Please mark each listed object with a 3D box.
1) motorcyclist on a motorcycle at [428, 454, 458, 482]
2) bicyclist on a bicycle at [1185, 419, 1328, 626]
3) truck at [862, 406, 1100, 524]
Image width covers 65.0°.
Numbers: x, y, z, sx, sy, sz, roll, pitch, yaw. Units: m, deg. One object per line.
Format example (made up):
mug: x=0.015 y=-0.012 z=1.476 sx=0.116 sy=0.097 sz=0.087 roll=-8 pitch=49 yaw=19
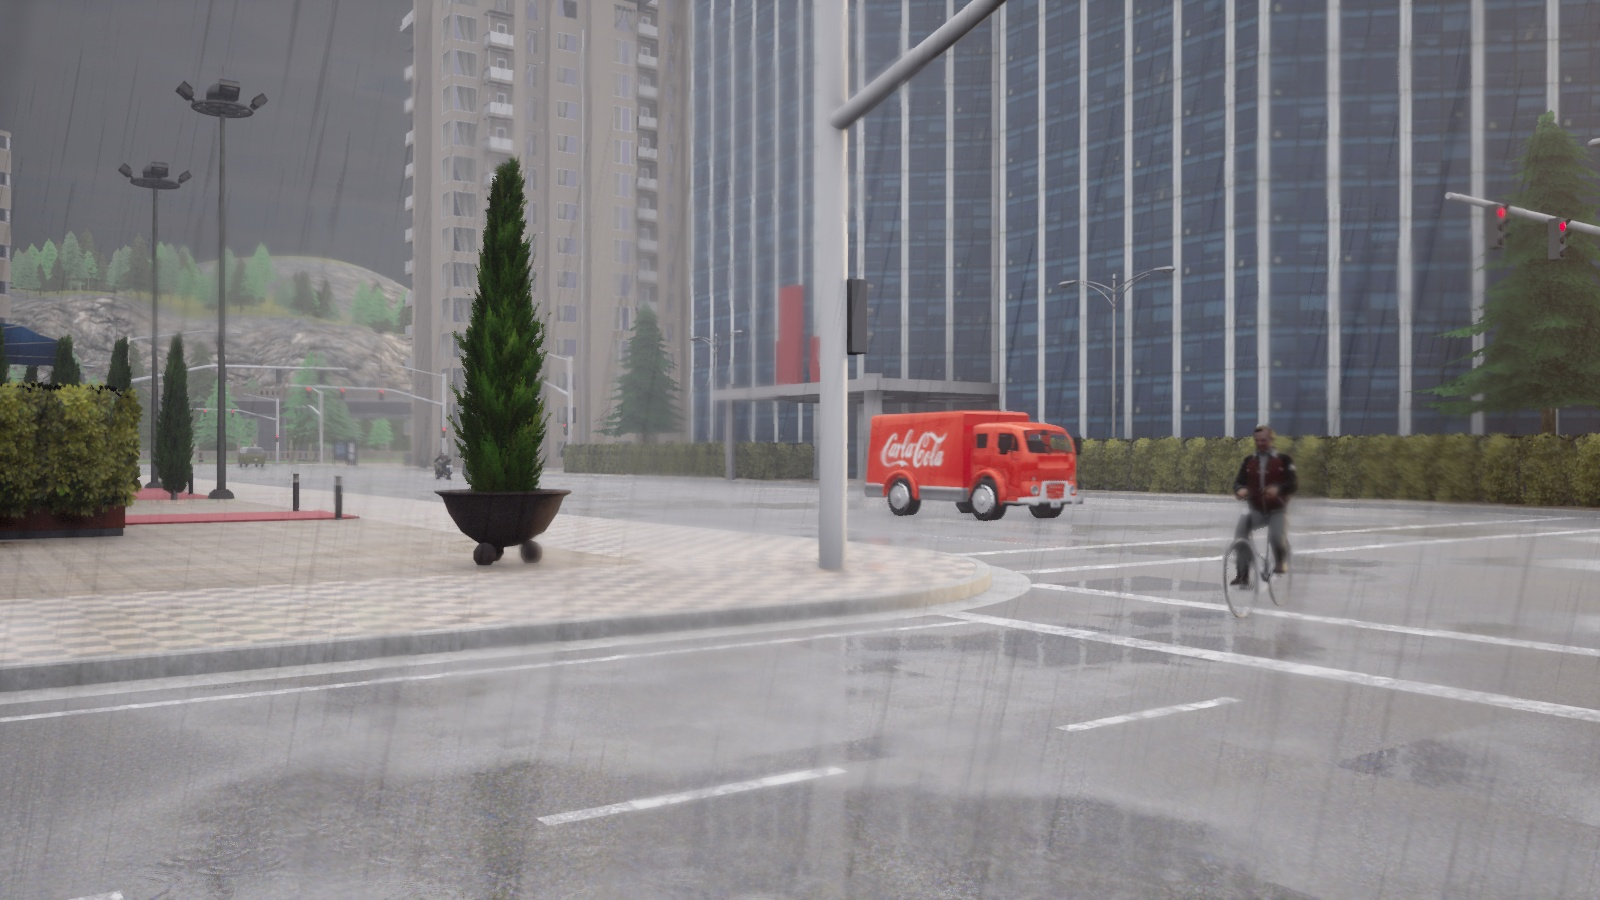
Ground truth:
motorcyclist on a motorcycle: x=-19.588 y=0.990 z=68.870 sx=0.866 sy=1.530 sz=2.191 roll=0 pitch=0 yaw=-35
bicyclist on a bicycle: x=4.279 y=0.635 z=11.701 sx=0.659 sy=1.776 sz=1.843 roll=-2 pitch=-2 yaw=38
truck: x=4.090 y=0.321 z=29.273 sx=2.627 sy=2.467 sz=5.204 roll=0 pitch=0 yaw=-35
